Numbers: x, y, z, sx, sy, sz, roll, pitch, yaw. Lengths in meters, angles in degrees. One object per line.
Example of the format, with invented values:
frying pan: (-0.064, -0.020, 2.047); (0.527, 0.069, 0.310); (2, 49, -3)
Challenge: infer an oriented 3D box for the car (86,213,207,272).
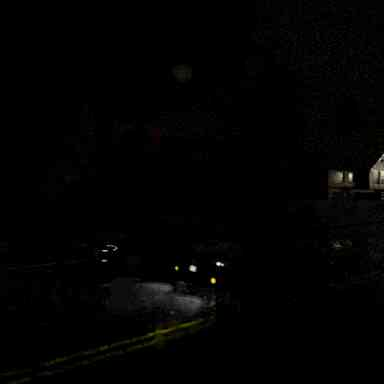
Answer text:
car: (-0.919, 1.502, 11.012); (5.008, 1.535, 1.882); (0, 0, -36)

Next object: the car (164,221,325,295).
car: (1.646, 1.592, 8.851); (4.181, 1.385, 1.994); (0, 0, -35)
